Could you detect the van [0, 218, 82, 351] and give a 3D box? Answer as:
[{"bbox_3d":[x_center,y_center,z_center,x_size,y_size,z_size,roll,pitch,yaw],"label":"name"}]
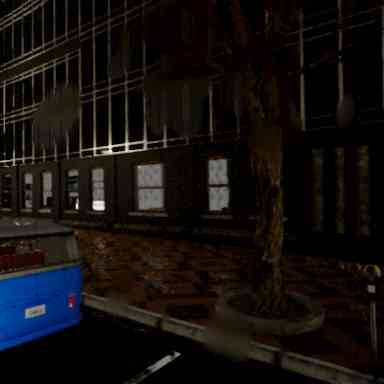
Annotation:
[{"bbox_3d":[-3.542,1.311,5.420,3.998,1.788,1.690,0,-1,35],"label":"van"}]
